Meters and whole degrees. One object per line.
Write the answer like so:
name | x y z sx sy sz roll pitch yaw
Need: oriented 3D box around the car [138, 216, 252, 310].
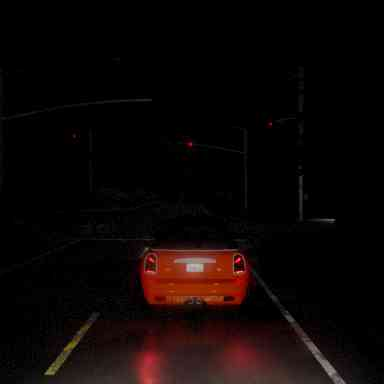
car | 0.058 1.352 7.985 2.097 1.767 4.553 0 0 0
